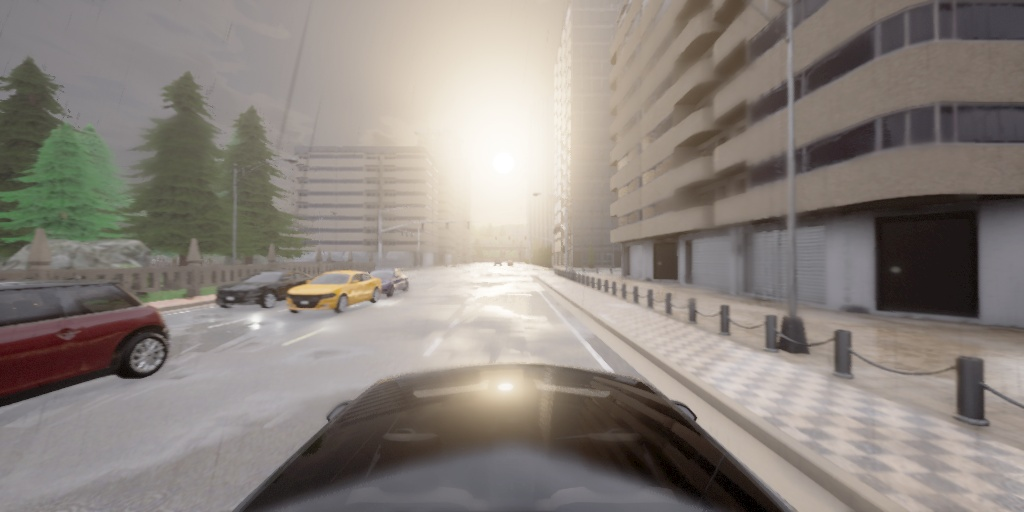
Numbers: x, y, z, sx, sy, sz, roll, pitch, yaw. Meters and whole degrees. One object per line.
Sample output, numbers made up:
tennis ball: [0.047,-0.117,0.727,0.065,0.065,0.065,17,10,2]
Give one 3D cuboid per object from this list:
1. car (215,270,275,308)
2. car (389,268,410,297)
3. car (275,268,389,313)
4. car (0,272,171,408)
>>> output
car: [-10.646,1.352,16.056,1.882,1.535,5.008,0,-1,0]
car: [-7.148,1.436,20.285,1.812,1.442,4.674,0,0,0]
car: [-7.035,1.341,14.738,1.882,1.535,5.008,0,0,1]
car: [-7.103,1.126,4.391,2.097,1.767,4.553,0,-1,0]
